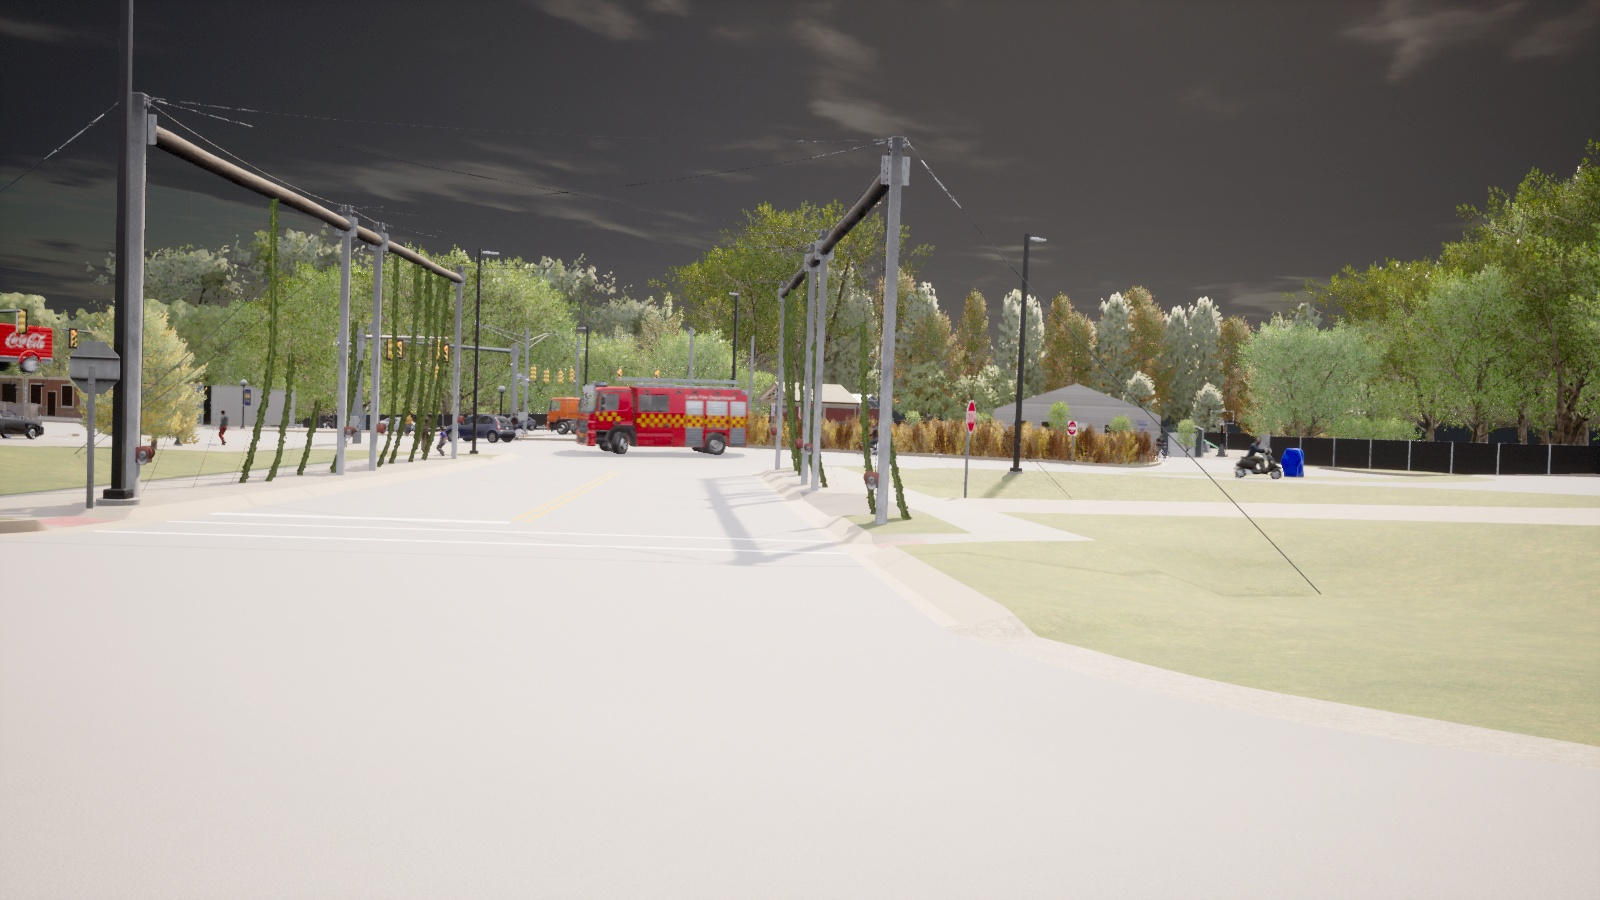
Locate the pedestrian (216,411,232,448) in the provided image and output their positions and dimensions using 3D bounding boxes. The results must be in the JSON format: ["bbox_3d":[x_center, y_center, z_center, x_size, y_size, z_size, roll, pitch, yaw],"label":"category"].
[{"bbox_3d":[-29.197,-1.032,63.609,0.614,1.847,0.353,3,2,13],"label":"pedestrian"}]

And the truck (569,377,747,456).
[{"bbox_3d":[-7.236,-1.700,64.136,8.468,3.827,2.891,0,3,-24],"label":"truck"}]

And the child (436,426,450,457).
[{"bbox_3d":[-14.613,-0.343,51.374,0.437,1.263,0.270,3,3,18],"label":"child"}]

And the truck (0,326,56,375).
[{"bbox_3d":[-43.563,-5.456,67.796,2.627,2.467,5.204,5,3,21],"label":"truck"}]

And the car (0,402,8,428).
[{"bbox_3d":[-53.728,-2.290,80.724,5.027,1.651,2.152,2,2,21],"label":"car"}]

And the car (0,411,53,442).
[{"bbox_3d":[-39.790,-1.177,61.953,2.128,1.511,4.902,2,1,16],"label":"car"}]

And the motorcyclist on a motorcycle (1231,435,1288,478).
[{"bbox_3d":[17.456,0.244,47.716,1.817,1.590,0.866,2,-1,32],"label":"motorcyclist on a motorcycle"}]

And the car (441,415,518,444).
[{"bbox_3d":[-18.557,-1.212,72.719,3.988,1.617,1.851,1,2,20],"label":"car"}]
